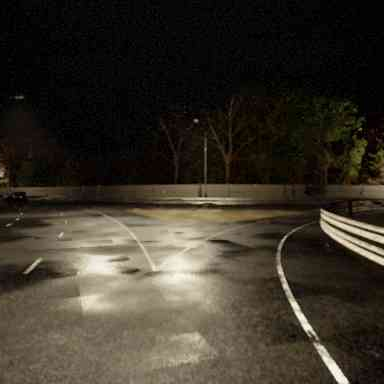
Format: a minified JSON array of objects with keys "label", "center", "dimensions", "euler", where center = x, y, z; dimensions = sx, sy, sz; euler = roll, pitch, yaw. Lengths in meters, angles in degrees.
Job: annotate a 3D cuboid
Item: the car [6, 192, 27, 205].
[{"label":"car","center":[-28.743,1.022,54.496],"dimensions":[2.150,2.045,5.566],"euler":[0,-1,-41]}]
